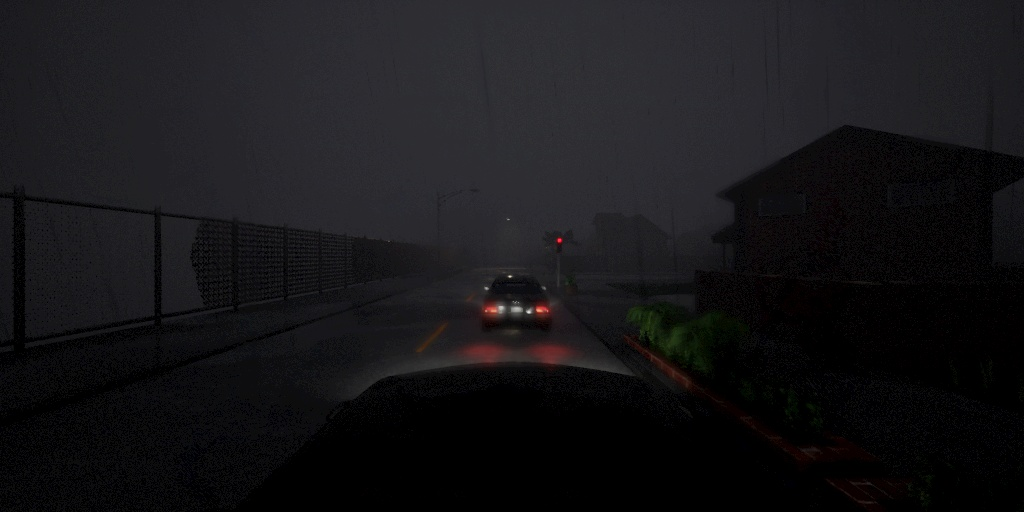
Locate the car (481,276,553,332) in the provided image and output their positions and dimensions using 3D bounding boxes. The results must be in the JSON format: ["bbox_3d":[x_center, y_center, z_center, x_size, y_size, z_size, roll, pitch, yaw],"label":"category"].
[{"bbox_3d":[0.118,1.297,10.825,2.033,1.411,5.357,0,0,0],"label":"car"}]
